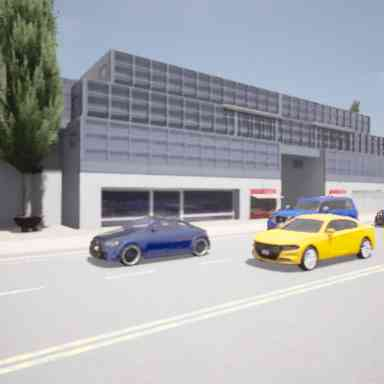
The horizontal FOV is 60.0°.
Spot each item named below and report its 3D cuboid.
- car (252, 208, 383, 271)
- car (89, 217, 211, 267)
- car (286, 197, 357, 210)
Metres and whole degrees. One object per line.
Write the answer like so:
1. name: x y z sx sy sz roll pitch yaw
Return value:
1. car: 4.201 1.509 11.212 5.008 1.535 1.882 0 0 -35
2. car: -1.363 1.581 11.586 4.181 1.385 1.994 0 0 -35
3. car: 6.299 1.268 16.952 5.566 2.045 2.150 0 0 -35
